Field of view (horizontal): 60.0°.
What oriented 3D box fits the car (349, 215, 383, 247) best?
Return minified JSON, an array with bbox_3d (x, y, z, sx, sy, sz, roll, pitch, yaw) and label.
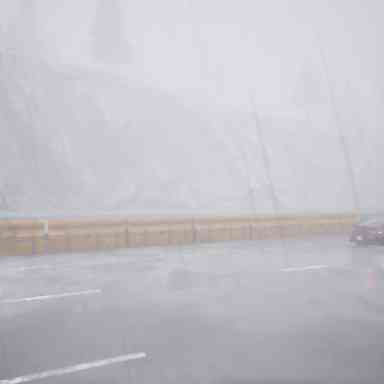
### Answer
[{"bbox_3d":[9.052,1.722,14.454,4.674,1.442,1.812,0,-1,-20],"label":"car"}]
